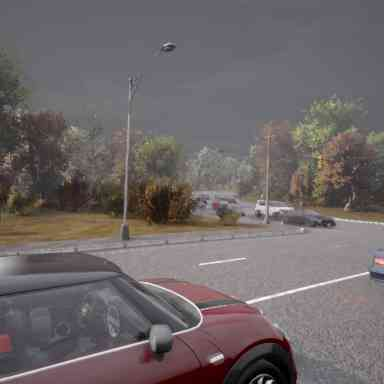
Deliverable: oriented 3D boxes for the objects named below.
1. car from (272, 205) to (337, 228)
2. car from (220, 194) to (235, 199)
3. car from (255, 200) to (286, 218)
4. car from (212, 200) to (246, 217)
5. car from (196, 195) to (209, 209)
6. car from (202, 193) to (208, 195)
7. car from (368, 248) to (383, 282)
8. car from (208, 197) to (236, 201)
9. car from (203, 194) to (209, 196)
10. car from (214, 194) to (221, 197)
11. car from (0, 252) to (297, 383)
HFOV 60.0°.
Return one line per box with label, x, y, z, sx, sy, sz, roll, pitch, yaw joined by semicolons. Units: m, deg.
car;9.202;2.116;27.151;2.033;1.411;5.357;3;-2;-21
car;7.690;1.626;68.054;1.837;1.490;4.892;2;3;-8
car;9.081;1.972;36.520;2.150;2.045;5.566;3;-1;-23
car;4.463;2.077;38.631;1.837;1.490;4.892;3;0;-21
car;0.596;1.683;50.166;2.097;1.767;4.553;3;1;-15
car;3.011;1.058;78.414;2.128;1.511;4.902;2;2;-1
car;6.612;1.665;8.480;5.357;1.411;2.033;2;-1;-36
car;4.476;2.010;49.311;1.882;1.535;5.008;3;1;-16
car;1.417;1.649;61.986;1.895;1.301;4.718;2;2;-10
car;6.466;1.180;79.493;1.994;1.385;4.181;2;2;-1
car;-1.145;1.354;2.929;4.553;1.767;2.097;0;0;-36
